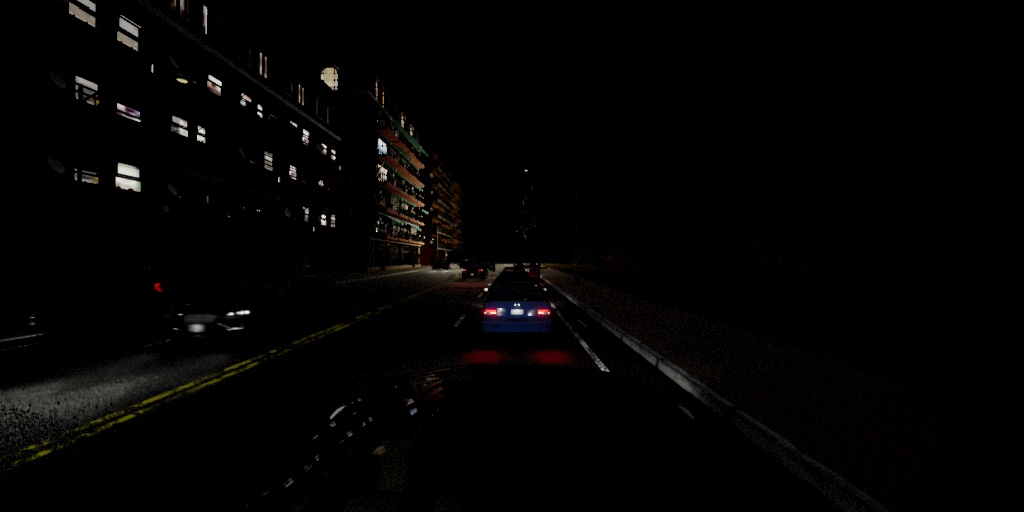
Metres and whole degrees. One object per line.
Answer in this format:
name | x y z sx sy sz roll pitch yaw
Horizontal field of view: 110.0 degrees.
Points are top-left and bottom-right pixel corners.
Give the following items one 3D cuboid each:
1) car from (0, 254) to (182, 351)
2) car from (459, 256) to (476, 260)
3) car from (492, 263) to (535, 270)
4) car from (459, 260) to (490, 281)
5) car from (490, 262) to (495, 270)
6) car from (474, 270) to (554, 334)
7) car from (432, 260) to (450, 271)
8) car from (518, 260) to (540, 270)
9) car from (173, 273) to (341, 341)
car | -9.846 0.972 6.675 2.150 2.045 5.566 0 0 0
car | -6.536 0.973 53.355 2.150 2.045 5.566 0 0 0
car | 0.116 1.317 20.876 1.994 1.385 4.181 0 0 1
car | -3.117 1.279 30.366 1.812 1.442 4.674 0 0 0
car | -3.097 1.354 46.121 1.895 1.301 4.718 0 0 0
car | 0.112 1.299 10.542 2.033 1.411 5.357 0 0 0
car | -9.780 1.278 49.663 1.812 1.442 4.674 0 0 0
car | 1.170 1.104 29.811 2.097 1.767 4.553 0 0 0
car | -6.592 1.243 9.950 2.128 1.511 4.902 0 0 0
